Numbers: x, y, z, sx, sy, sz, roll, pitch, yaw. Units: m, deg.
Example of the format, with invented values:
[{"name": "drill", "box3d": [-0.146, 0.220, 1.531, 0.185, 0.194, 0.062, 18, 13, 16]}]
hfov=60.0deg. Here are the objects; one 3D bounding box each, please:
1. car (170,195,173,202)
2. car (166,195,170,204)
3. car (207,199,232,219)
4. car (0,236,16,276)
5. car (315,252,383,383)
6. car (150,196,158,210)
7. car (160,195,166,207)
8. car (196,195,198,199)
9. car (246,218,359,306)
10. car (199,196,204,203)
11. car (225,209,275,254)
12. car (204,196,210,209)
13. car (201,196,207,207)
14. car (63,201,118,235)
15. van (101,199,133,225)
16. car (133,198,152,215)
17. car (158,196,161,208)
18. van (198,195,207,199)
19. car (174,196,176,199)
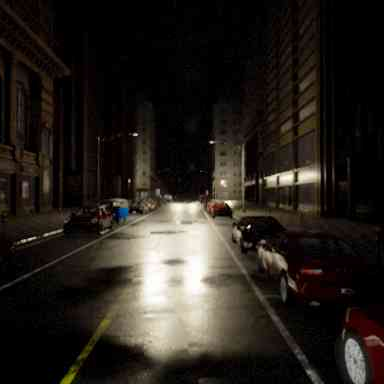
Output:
[{"name": "car", "box3d": [-5.862, 1.824, 75.440, 1.802, 1.307, 4.206, 1, 0, 0]}, {"name": "car", "box3d": [-5.858, 1.649, 64.192, 1.967, 1.590, 4.097, 1, 0, 0]}, {"name": "car", "box3d": [2.672, 1.650, 30.454, 1.887, 1.381, 4.507, 1, 0, 0]}, {"name": "car", "box3d": [-5.851, 1.612, 7.948, 1.802, 1.307, 4.206, 1, 0, 0]}, {"name": "car", "box3d": [2.676, 1.554, 2.331, 1.887, 1.381, 4.507, 1, 0, 0]}, {"name": "car", "box3d": [-5.855, 1.581, 41.695, 1.967, 1.590, 4.097, 1, 0, 0]}, {"name": "car", "box3d": [-5.855, 1.490, 52.944, 2.192, 1.841, 5.009, 1, 0, 0]}, {"name": "car", "box3d": [2.666, 1.575, 81.076, 2.192, 1.841, 5.009, 1, 0, 0]}, {"name": "car", "box3d": [2.675, 1.575, 7.955, 1.887, 1.381, 4.507, 1, 0, 0]}, {"name": "car", "box3d": [2.668, 1.727, 52.953, 2.008, 1.369, 4.403, 1, 0, 0]}, {"name": "car", "box3d": [2.673, 1.616, 13.581, 1.947, 1.339, 4.313, 1, 0, 0]}, {"name": "car", "box3d": [2.672, 1.564, 36.080, 1.967, 1.590, 4.097, 1, 0, 0]}, {"name": "car", "box3d": [2.669, 1.703, 47.328, 1.887, 1.381, 4.507, 1, 0, 0]}, {"name": "car", "box3d": [-5.851, 1.508, 19.198, 1.967, 1.590, 4.097, 1, 0, 0]}, {"name": "van", "box3d": [-5.851, 1.428, 24.822, 1.690, 1.788, 3.998, 1, 0, 0]}, {"name": "car", "box3d": [-5.855, 1.689, 36.070, 1.947, 1.339, 4.313, 1, 0, 0]}, {"name": "car", "box3d": [-5.857, 1.683, 47.149, 1.752, 1.417, 4.829, 1, 0, 0]}, {"name": "van", "box3d": [2.668, 1.567, 69.827, 1.690, 1.788, 3.998, 1, 0, 0]}, {"name": "car", "box3d": [-5.863, 1.821, 86.689, 1.887, 1.381, 4.507, 1, 0, 0]}]
